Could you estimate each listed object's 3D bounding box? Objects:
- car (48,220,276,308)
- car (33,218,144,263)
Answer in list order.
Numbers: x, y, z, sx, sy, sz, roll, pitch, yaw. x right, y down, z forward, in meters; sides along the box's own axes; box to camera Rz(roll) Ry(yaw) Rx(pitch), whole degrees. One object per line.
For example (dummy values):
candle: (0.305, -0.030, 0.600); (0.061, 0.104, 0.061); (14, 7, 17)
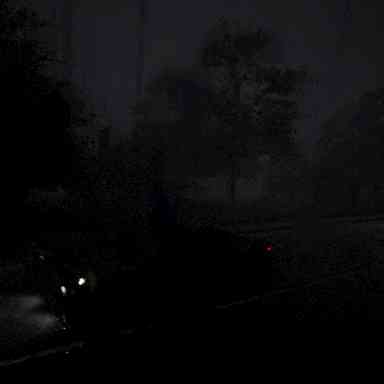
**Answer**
car: (-0.336, 1.522, 8.047); (5.357, 1.411, 2.033); (0, 0, -35)
car: (-2.494, 1.559, 10.808); (4.718, 1.301, 1.895); (0, 0, -35)
